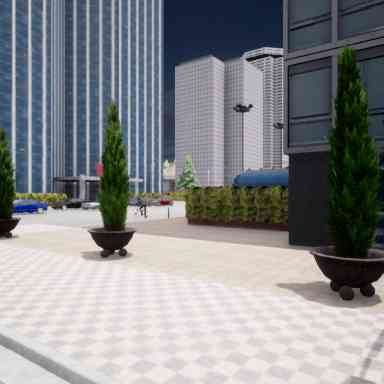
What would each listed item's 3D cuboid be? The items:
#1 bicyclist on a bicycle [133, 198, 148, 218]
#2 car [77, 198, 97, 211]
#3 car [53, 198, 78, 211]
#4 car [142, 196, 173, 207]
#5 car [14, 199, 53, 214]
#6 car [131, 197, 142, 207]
[{"bbox_3d":[-4.129,1.301,26.687,1.656,1.620,0.582,0,0,35],"label":"bicyclist on a bicycle"},{"bbox_3d":[-11.397,1.601,41.544,1.895,1.301,4.718,0,0,35],"label":"car"},{"bbox_3d":[-15.275,1.477,42.113,1.882,1.535,5.008,0,0,35],"label":"car"},{"bbox_3d":[-4.923,1.352,50.738,2.097,1.767,4.553,0,0,35],"label":"car"},{"bbox_3d":[-17.104,1.477,33.409,1.882,1.535,5.008,0,0,35],"label":"car"},{"bbox_3d":[-8.604,1.547,51.599,2.033,1.411,5.357,0,0,35],"label":"car"}]
